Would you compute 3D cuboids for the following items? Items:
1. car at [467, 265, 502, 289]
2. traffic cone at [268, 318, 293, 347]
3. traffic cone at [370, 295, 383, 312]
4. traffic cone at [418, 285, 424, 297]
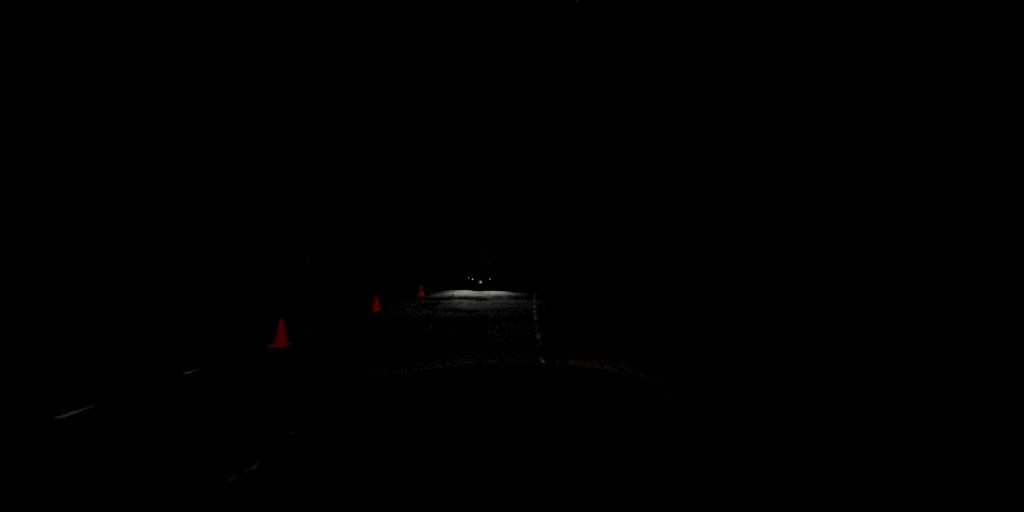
[{"bbox_3d":[-1.755,1.344,23.973,1.837,1.490,4.892,1,-1,3],"label":"car"},{"bbox_3d":[-5.080,1.672,7.885,0.340,0.580,0.340,0,0,1],"label":"traffic cone"},{"bbox_3d":[-4.896,1.699,12.948,0.340,0.580,0.340,0,0,3],"label":"traffic cone"},{"bbox_3d":[-4.588,1.727,18.005,0.340,0.580,0.340,0,0,4],"label":"traffic cone"}]
